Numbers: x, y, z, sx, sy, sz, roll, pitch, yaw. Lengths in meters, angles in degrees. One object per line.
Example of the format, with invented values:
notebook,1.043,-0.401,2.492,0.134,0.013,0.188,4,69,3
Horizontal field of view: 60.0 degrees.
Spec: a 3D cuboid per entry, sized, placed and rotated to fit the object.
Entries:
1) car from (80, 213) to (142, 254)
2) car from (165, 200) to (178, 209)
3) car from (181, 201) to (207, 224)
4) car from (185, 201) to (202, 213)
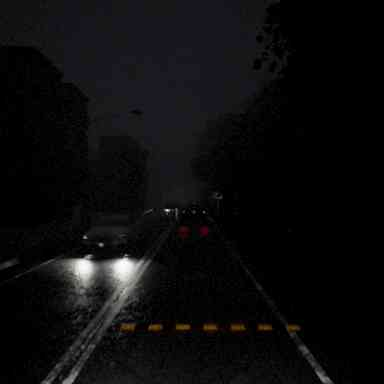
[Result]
car,-3.297,1.677,14.421,1.812,1.442,4.674,0,-1,0
car,-3.249,2.028,53.615,1.994,1.385,4.181,0,0,0
car,0.167,1.630,27.880,2.097,1.767,4.553,0,-1,0
car,0.187,1.948,43.621,2.033,1.411,5.357,0,0,0
